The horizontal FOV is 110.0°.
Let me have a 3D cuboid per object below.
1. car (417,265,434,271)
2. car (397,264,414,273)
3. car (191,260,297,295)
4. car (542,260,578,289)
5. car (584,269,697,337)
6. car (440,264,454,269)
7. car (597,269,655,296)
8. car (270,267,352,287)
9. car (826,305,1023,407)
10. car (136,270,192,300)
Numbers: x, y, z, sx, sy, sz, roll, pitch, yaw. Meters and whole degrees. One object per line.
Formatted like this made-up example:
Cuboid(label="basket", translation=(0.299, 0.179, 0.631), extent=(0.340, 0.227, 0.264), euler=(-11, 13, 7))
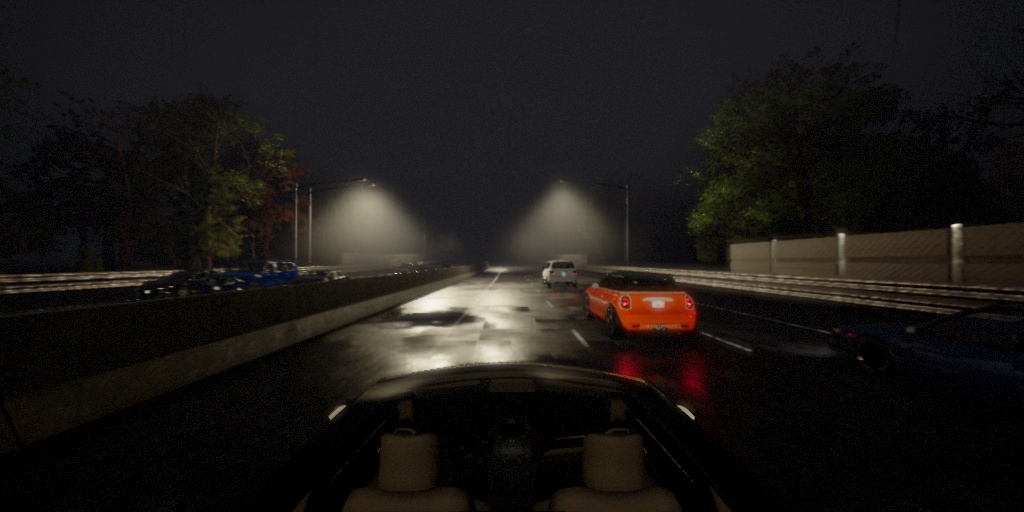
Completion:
Cuboid(label="car", translation=(-14.304, 2.139, 59.602), extent=(1.895, 1.301, 4.718), euler=(0, 0, 0))
Cuboid(label="car", translation=(-17.815, 2.046, 60.204), extent=(1.837, 1.490, 4.892), euler=(0, 0, 0))
Cuboid(label="car", translation=(-14.101, 1.242, 19.904), extent=(2.150, 2.045, 5.566), euler=(0, -1, 0))
Cuboid(label="car", translation=(3.598, 1.354, 27.519), extent=(2.150, 2.045, 5.566), euler=(0, -1, 0))
Cuboid(label="car", translation=(3.598, 1.240, 10.936), extent=(2.097, 1.767, 4.553), euler=(0, -1, 0))
Cuboid(label="car", translation=(-10.824, 2.051, 60.388), extent=(1.837, 1.490, 4.892), euler=(0, 0, 0))
Cuboid(label="car", translation=(7.098, 1.615, 23.079), extent=(2.033, 1.411, 5.357), euler=(0, -1, 0))
Cuboid(label="car", translation=(-10.601, 1.510, 19.906), extent=(2.128, 1.511, 4.902), euler=(0, -1, 0))
Cuboid(label="car", translation=(7.087, 1.341, 4.534), extent=(2.033, 1.411, 5.357), euler=(0, -1, 0))
Cuboid(label="car", translation=(-17.600, 1.520, 19.729), extent=(1.837, 1.490, 4.892), euler=(0, -1, 0))
